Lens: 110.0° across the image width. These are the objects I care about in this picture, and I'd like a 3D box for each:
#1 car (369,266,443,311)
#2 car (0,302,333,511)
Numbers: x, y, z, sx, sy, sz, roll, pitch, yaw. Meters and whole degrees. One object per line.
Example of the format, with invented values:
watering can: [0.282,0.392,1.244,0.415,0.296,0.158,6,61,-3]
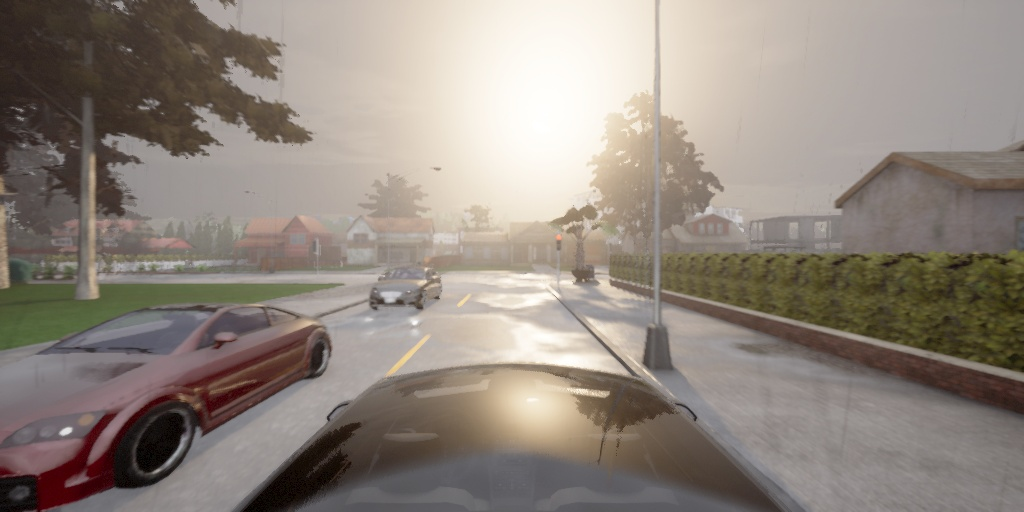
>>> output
car: [-4.000,1.170,14.226,2.128,1.511,4.902,0,0,0]
car: [-4.075,1.304,4.439,1.994,1.385,4.181,0,0,1]
